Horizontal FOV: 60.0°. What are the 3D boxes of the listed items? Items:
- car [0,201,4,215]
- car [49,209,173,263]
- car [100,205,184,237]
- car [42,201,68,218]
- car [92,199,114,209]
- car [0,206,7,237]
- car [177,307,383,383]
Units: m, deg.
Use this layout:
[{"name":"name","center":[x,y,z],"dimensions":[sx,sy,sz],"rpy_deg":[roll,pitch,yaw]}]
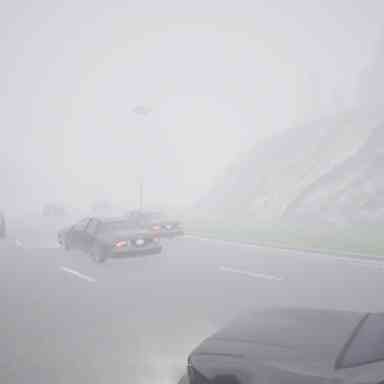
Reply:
[{"name":"car","center":[-20.362,1.589,32.647],"dimensions":[1.994,1.385,4.181],"rpy_deg":[1,0,-10]},{"name":"car","center":[-3.232,1.589,12.211],"dimensions":[2.033,1.411,5.357],"rpy_deg":[1,0,-40]},{"name":"car","center":[-2.535,1.616,16.910],"dimensions":[2.033,1.411,5.357],"rpy_deg":[1,0,-37]},{"name":"car","center":[-12.781,1.597,31.206],"dimensions":[1.812,1.442,4.674],"rpy_deg":[0,0,-14]},{"name":"car","center":[-10.411,1.630,39.128],"dimensions":[1.837,1.490,4.892],"rpy_deg":[0,0,-4]},{"name":"car","center":[-11.025,1.368,17.529],"dimensions":[2.097,1.767,4.553],"rpy_deg":[1,0,-31]},{"name":"car","center":[2.455,1.577,2.289],"dimensions":[5.357,1.411,2.033],"rpy_deg":[0,0,37]}]
